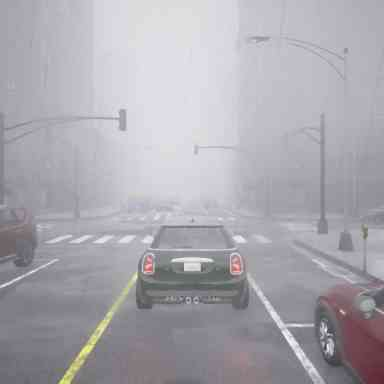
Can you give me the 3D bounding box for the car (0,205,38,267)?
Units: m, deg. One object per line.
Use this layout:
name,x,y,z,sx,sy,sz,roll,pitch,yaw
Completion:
car,-5.853,1.315,8.598,2.192,1.841,5.009,0,0,0

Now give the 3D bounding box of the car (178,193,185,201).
car,-2.950,1.457,68.609,1.882,1.535,5.008,0,0,0

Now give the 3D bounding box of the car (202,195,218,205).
car,2.702,1.519,46.925,1.752,1.417,4.829,0,0,0

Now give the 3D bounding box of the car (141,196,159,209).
car,-5.824,1.434,46.738,1.967,1.590,4.097,0,0,0

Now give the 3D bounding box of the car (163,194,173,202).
car,-5.798,1.302,80.312,2.192,1.841,5.009,0,0,0

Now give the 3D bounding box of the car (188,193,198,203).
car,0.104,1.515,66.573,1.812,1.442,4.674,0,0,0

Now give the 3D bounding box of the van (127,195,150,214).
van,-5.832,1.337,35.546,1.690,1.788,3.998,0,0,0

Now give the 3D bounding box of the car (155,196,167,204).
car,-5.811,1.516,63.355,1.752,1.417,4.829,0,0,0

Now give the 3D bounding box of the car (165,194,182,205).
car,-3.051,1.470,53.218,1.882,1.535,5.008,0,0,0

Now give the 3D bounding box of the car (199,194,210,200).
car,2.711,1.557,57.944,1.947,1.339,4.313,0,0,0

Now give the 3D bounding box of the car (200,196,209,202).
car,2.723,1.570,74.727,1.802,1.307,4.206,0,0,0

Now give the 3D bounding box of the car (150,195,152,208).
car,-5.828,1.310,41.142,2.192,1.841,5.009,0,0,0

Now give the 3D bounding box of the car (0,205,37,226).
car,-13.697,1.604,23.314,4.718,1.301,1.895,0,0,0

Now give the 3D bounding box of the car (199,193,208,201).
car,3.065,1.210,86.549,2.150,2.045,5.566,0,0,0

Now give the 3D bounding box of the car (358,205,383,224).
car,14.394,1.515,23.707,4.674,1.442,1.812,0,0,1

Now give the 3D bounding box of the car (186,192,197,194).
car,0.057,1.362,76.540,1.812,1.442,4.674,0,0,0

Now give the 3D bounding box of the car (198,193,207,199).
car,2.715,1.305,63.538,2.192,1.841,5.009,0,0,0

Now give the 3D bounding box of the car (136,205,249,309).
car,0.015,1.352,8.020,2.097,1.767,4.553,0,0,0

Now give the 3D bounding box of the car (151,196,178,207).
car,-3.072,1.543,37.883,2.033,1.411,5.357,0,0,0

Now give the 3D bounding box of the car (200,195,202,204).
car,2.707,1.544,52.349,2.008,1.369,4.403,0,0,0

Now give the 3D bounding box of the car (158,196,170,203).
car,-5.807,1.540,69.121,2.008,1.369,4.403,0,0,0

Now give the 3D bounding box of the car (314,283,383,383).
car,2.669,1.440,3.094,1.967,1.590,4.097,0,0,0
